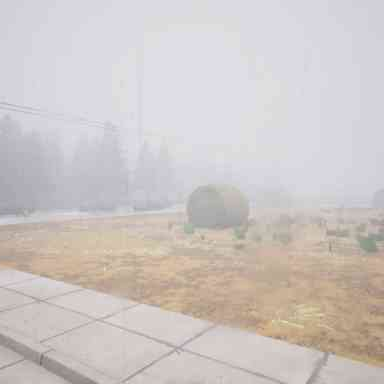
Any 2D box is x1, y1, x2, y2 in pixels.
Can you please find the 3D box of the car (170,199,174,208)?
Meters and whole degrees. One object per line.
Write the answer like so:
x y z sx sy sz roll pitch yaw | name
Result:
-4.516 1.532 46.030 1.837 1.490 4.892 0 0 36 | car

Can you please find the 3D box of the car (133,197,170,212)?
-4.966 1.590 39.236 1.994 1.385 4.181 0 0 37 | car

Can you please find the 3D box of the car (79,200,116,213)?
-10.674 1.591 37.750 1.994 1.385 4.181 0 0 36 | car

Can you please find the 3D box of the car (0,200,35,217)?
-16.622 1.518 29.726 2.128 1.511 4.902 0 0 37 | car
